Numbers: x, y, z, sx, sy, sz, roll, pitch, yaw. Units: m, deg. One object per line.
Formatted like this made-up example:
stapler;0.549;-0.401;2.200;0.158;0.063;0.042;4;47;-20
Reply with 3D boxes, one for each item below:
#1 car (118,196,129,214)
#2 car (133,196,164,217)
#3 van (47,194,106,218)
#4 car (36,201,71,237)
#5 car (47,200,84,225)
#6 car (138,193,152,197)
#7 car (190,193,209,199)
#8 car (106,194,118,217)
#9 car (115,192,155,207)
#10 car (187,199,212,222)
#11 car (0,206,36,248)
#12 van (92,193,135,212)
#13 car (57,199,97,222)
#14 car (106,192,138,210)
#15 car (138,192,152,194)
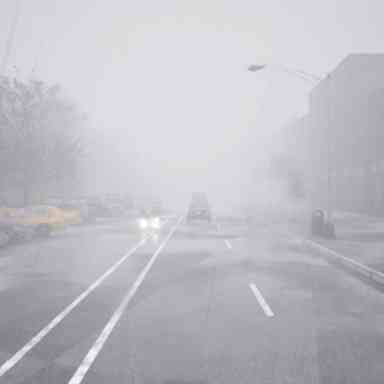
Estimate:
car;-8.874;1.424;31.409;5.008;1.535;2.097;-1;0;-19
car;-3.674;1.431;30.935;2.128;1.511;4.902;0;0;2
van;-9.128;1.226;25.440;4.442;1.987;1.878;-1;0;-18
car;-9.071;1.472;16.651;5.366;1.575;1.946;-1;0;-19
car;-9.349;1.470;19.500;5.366;1.575;1.946;-1;0;-19
car;-8.395;1.348;43.314;5.366;1.575;1.946;-1;0;-19
car;0.981;1.089;43.004;2.150;2.045;5.566;0;0;1
car;-8.973;1.313;28.435;4.553;1.767;2.185;-1;0;-18
car;-8.434;1.063;49.141;5.566;2.045;2.435;-1;1;-18
car;0.542;1.508;25.761;2.033;1.411;5.357;0;0;1
car;-9.317;1.484;13.619;4.892;1.521;2.231;-1;0;-19
van;-8.823;1.168;37.279;4.442;1.987;1.878;-1;1;-18
car;-9.121;1.491;22.510;4.792;1.488;2.163;-1;0;-19
car;-8.822;1.158;34.352;5.566;2.045;2.435;-1;1;-19
car;-8.463;1.082;46.213;5.566;2.045;2.435;-1;0;-18
